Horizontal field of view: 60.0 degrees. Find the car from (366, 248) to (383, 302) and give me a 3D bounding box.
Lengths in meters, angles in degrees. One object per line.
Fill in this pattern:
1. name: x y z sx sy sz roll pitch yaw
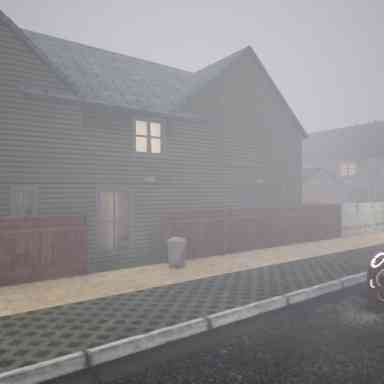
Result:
1. car: 5.689 1.354 7.074 4.553 1.767 2.097 0 0 -36
